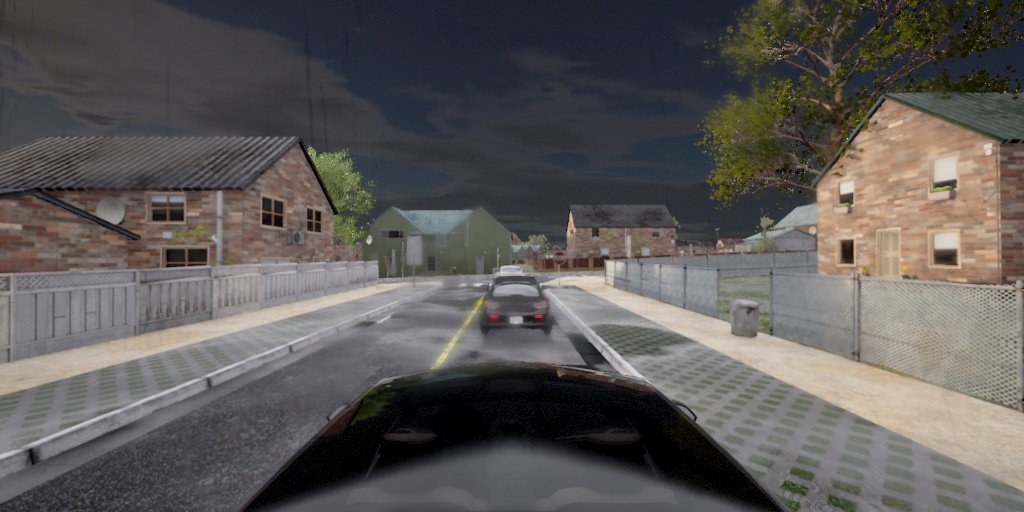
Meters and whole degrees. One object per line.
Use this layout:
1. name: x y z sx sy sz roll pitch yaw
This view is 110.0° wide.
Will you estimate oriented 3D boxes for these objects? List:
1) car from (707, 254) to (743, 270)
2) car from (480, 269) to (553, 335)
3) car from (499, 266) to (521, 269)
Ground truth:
1. car: 18.699 0.592 32.460 4.892 1.490 1.837 -2 -1 0
2. car: 0.104 1.292 10.462 1.812 1.442 4.674 0 0 0
3. car: -0.142 1.317 22.564 1.812 1.442 4.674 0 0 -4
